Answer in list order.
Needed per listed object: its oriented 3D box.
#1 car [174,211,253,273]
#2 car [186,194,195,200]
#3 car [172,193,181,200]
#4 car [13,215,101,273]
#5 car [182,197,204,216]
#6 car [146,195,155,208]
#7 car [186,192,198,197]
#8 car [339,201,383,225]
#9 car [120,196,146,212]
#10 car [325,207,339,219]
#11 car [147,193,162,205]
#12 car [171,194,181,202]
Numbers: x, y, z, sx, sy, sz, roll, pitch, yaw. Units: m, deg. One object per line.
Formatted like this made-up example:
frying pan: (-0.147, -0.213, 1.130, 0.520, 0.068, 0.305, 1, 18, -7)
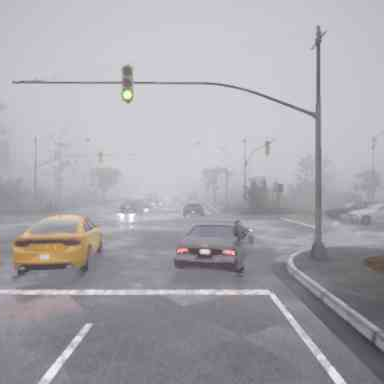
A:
car: (0.917, 1.558, 10.849, 2.033, 1.411, 5.357, 0, 0, 14)
car: (-0.346, 1.265, 80.402, 1.895, 1.301, 4.718, 0, 1, -5)
car: (-3.836, 1.106, 80.131, 1.812, 1.442, 4.674, 0, 1, -8)
car: (-4.093, 1.489, 10.807, 1.882, 1.535, 5.008, 0, 0, -9)
car: (0.124, 1.536, 32.764, 1.837, 1.490, 4.892, 0, 0, 0)
car: (-7.004, 1.547, 48.131, 1.837, 1.490, 4.892, 0, 0, 0)
car: (0.041, 1.086, 70.041, 2.150, 2.045, 5.566, 0, 1, 0)
car: (13.404, 1.548, 23.667, 4.674, 1.442, 1.812, 0, 0, -3)
car: (-7.057, 1.529, 38.736, 2.128, 1.511, 4.902, 0, 0, 0)
car: (13.480, 1.504, 27.179, 5.008, 1.535, 1.882, 0, 0, -3)
car: (-6.956, 1.221, 58.203, 2.150, 2.045, 5.566, 0, 0, 0)
car: (-3.461, 1.354, 70.005, 1.837, 1.490, 4.892, 0, 1, 0)
